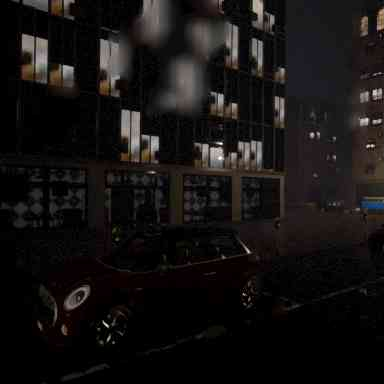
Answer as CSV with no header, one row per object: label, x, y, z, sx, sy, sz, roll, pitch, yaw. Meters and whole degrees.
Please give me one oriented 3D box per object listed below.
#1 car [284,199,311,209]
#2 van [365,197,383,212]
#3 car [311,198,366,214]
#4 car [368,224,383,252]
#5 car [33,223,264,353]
car,15.739,1.787,48.873,1.752,1.417,4.829,0,-1,-35
van,22.168,1.525,39.619,1.690,1.788,3.998,0,-1,-35
car,15.282,1.620,34.841,2.008,1.369,4.403,0,-1,-35
car,8.440,1.567,12.566,4.313,1.339,1.947,0,1,-35
car,-0.636,1.441,6.091,4.097,1.590,1.967,0,1,-35
